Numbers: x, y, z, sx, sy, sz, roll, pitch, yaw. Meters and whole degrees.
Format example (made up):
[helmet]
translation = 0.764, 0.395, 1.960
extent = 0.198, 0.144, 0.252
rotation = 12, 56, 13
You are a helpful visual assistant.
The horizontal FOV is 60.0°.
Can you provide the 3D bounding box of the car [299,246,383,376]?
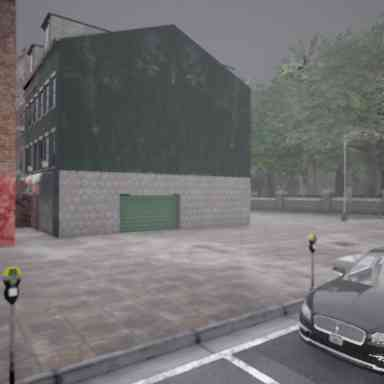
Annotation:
[car]
translation = 3.540, 1.581, 5.328
extent = 4.403, 1.369, 2.008
rotation = 0, 0, -35
